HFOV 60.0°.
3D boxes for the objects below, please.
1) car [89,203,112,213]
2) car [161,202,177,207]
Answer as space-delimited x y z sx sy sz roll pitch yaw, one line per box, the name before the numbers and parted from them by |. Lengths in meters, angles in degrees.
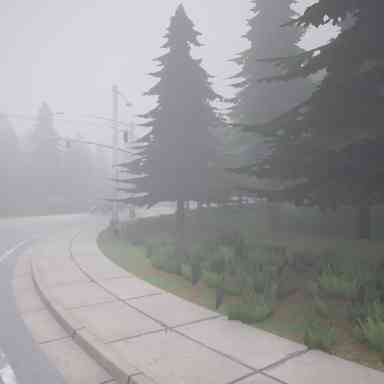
car | -9.140 1.491 36.517 2.128 1.511 4.902 0 0 27
car | -2.816 1.526 48.547 1.812 1.442 4.674 0 1 28
